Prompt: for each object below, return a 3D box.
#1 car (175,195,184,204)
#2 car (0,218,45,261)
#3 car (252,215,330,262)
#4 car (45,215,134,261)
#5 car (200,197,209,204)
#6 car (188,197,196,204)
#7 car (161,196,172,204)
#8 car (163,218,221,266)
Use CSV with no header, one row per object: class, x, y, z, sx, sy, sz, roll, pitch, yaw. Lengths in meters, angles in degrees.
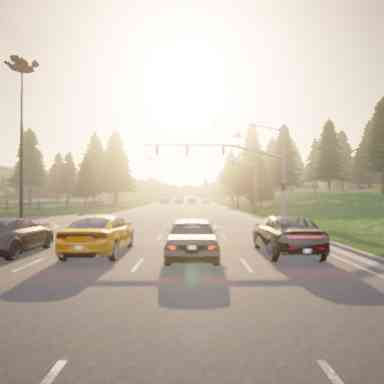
car,-3.513,2.281,86.693,1.882,1.535,5.008,0,-1,0
car,-6.990,1.685,12.828,1.994,1.385,4.181,0,-1,1
car,3.510,1.609,12.533,2.128,1.511,4.902,0,-1,0
car,-3.489,1.598,12.765,1.882,1.535,5.008,0,-1,1
car,3.487,2.332,87.110,1.812,1.442,4.674,0,-1,0
car,-0.013,2.161,87.048,2.097,1.767,4.553,0,-1,0
car,-7.013,2.303,86.692,1.837,1.490,4.892,0,-1,0
car,0.003,1.661,12.011,2.033,1.411,5.357,0,-1,0
